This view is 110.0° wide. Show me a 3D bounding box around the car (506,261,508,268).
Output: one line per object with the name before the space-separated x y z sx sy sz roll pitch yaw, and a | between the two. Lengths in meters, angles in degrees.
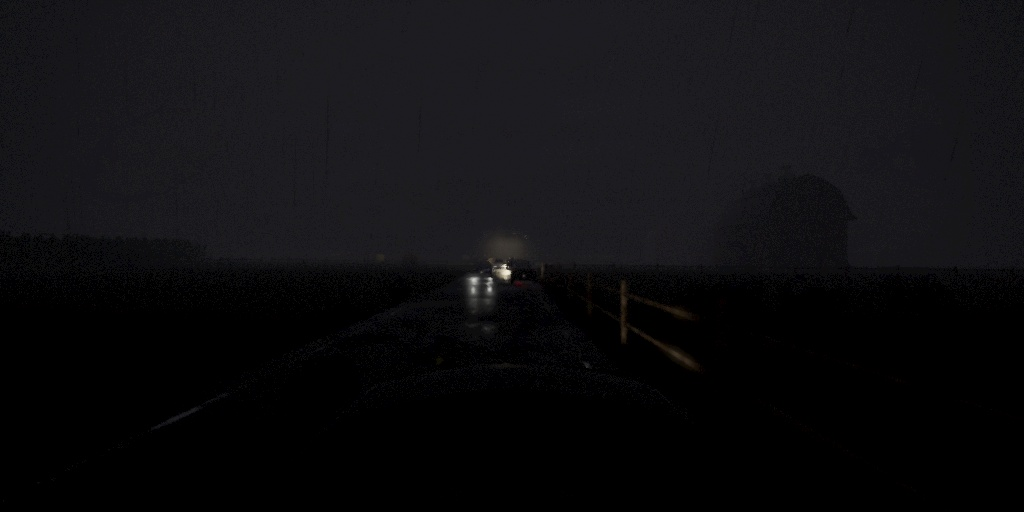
car | 0.010 1.187 61.368 1.882 1.535 5.008 0 0 0

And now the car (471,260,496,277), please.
car | -2.833 1.255 35.693 1.812 1.442 4.674 0 0 0

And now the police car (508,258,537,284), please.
police car | 0.828 1.159 27.277 1.930 1.638 5.238 0 0 0
